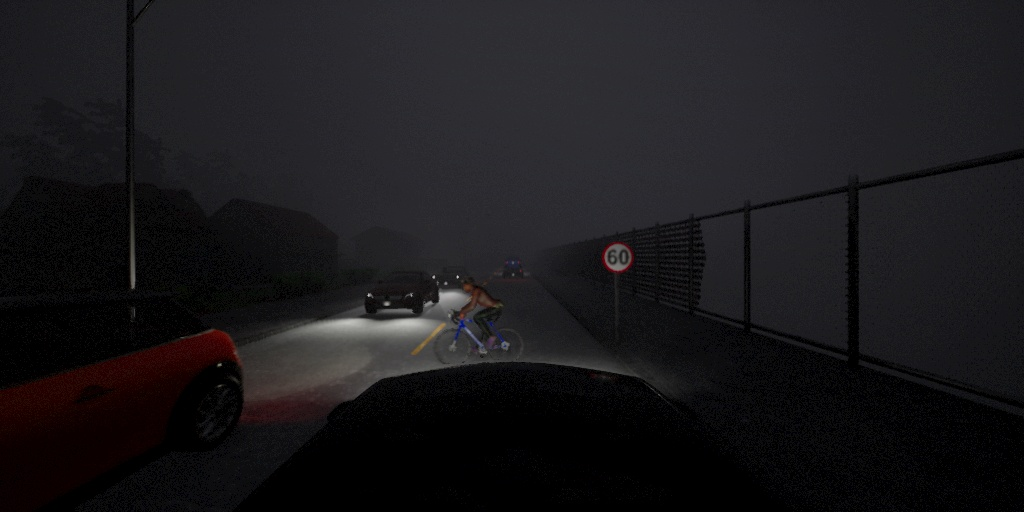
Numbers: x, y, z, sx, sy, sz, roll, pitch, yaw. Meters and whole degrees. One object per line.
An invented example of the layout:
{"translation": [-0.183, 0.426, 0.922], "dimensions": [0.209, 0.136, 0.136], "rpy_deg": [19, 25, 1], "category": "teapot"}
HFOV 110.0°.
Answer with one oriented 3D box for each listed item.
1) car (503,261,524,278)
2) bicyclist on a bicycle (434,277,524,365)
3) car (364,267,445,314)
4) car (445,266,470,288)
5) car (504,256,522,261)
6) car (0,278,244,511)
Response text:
{"translation": [0.128, 1.376, 33.865], "dimensions": [1.895, 1.301, 4.718], "rpy_deg": [0, 0, 0], "category": "car"}
{"translation": [-0.616, 1.201, 6.550], "dimensions": [1.656, 1.620, 0.582], "rpy_deg": [-2, 0, 0], "category": "bicyclist on a bicycle"}
{"translation": [-4.070, 1.286, 13.994], "dimensions": [1.812, 1.442, 4.674], "rpy_deg": [0, 0, 0], "category": "car"}
{"translation": [-4.038, 1.369, 24.159], "dimensions": [1.895, 1.301, 4.718], "rpy_deg": [0, 0, 0], "category": "car"}
{"translation": [0.148, 1.008, 48.576], "dimensions": [2.150, 2.045, 5.566], "rpy_deg": [0, 0, 0], "category": "car"}
{"translation": [-4.097, 1.102, 2.130], "dimensions": [2.097, 1.767, 4.553], "rpy_deg": [0, 0, 0], "category": "car"}
